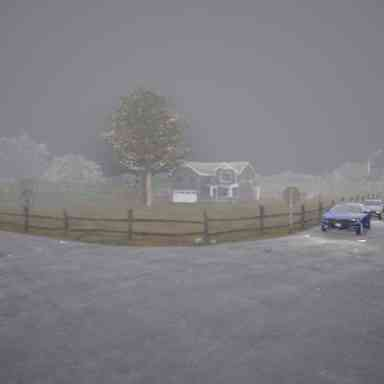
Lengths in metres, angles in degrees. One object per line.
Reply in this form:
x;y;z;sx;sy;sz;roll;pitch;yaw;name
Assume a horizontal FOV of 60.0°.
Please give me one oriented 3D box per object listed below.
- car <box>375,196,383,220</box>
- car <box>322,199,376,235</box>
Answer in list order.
14.388;1.311;26.551;2.033;1.411;5.357;2;2;35;car
8.625;1.344;18.371;1.882;1.535;5.008;2;1;35;car
